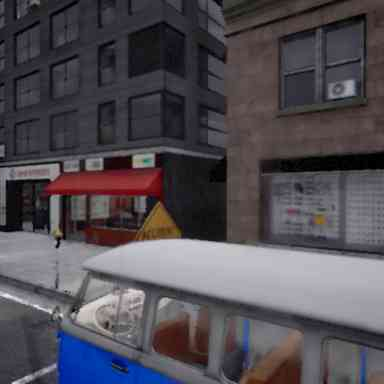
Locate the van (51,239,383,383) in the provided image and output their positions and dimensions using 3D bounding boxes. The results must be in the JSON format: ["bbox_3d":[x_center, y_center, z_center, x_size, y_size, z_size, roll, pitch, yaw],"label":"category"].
[{"bbox_3d":[0.690,1.342,2.315,3.998,1.788,1.690,0,0,36],"label":"van"}]

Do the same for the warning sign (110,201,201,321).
[{"bbox_3d":[-0.633,1.114,6.100,1.060,1.860,1.300,0,0,36],"label":"warning sign"}]
